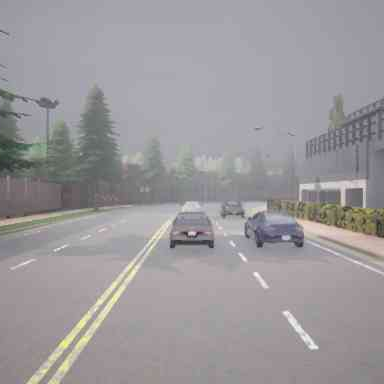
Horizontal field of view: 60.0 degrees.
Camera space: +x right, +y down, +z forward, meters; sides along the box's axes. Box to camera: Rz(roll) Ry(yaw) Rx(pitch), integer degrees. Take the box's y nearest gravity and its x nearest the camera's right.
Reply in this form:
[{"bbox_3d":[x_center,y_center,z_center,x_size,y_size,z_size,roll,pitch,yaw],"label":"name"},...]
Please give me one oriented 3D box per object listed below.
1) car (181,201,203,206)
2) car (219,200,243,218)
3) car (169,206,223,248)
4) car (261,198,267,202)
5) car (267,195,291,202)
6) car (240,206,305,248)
[{"bbox_3d":[0.000,1.530,29.650,1.812,1.442,4.674,0,0,0],"label":"car"},{"bbox_3d":[3.500,1.493,29.650,2.128,1.511,4.902,0,0,0],"label":"car"},{"bbox_3d":[0.000,1.560,14.650,2.033,1.411,5.357,0,0,0],"label":"car"},{"bbox_3d":[17.831,1.573,75.543,4.718,1.301,1.895,0,0,-32],"label":"car"},{"bbox_3d":[19.468,1.512,72.450,4.902,1.511,2.128,0,0,-32],"label":"car"},{"bbox_3d":[3.500,1.530,14.650,1.812,1.442,4.674,0,0,0],"label":"car"}]
